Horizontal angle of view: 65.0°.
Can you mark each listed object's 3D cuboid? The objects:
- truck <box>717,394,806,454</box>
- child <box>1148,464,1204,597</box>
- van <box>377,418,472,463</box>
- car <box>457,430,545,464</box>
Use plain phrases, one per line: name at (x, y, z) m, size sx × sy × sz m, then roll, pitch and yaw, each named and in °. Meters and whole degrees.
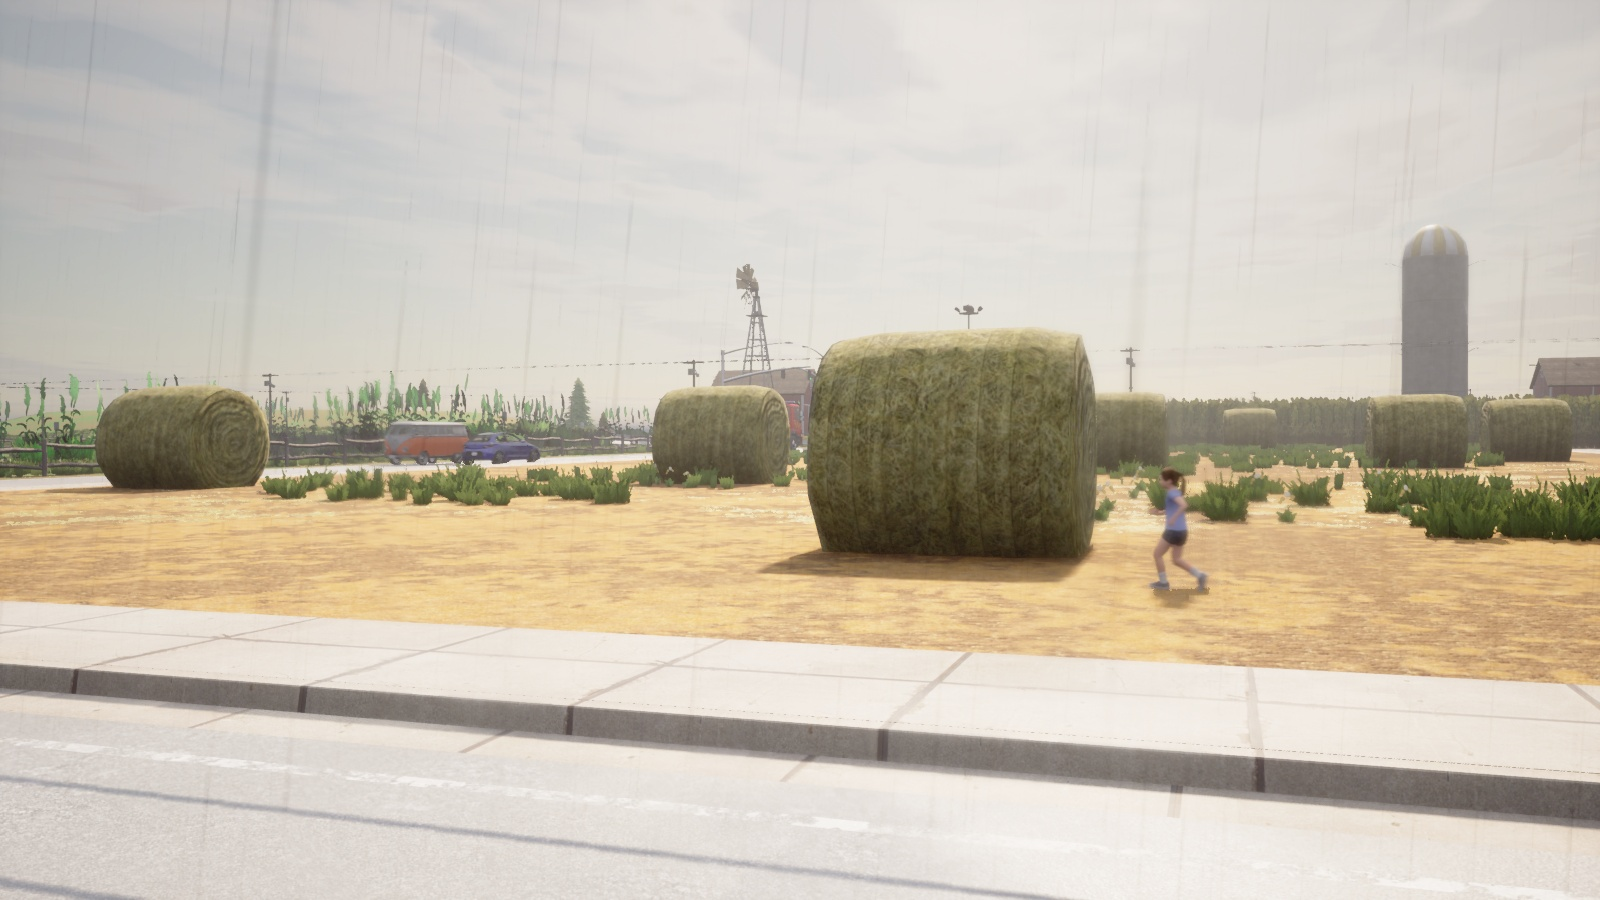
truck at (-2.522, -1.747, 85.215) m, size 2.891 × 3.827 × 8.468 m, roll 1°, pitch 1°, yaw 22°
child at (3.235, 0.681, 10.800) m, size 0.394 × 1.110 × 0.255 m, roll 1°, pitch 1°, yaw 35°
van at (-17.138, -0.441, 57.515) m, size 1.775 × 1.987 × 4.442 m, roll 1°, pitch 1°, yaw 21°
car at (-13.533, -0.160, 57.129) m, size 1.816 × 1.474 × 4.193 m, roll 1°, pitch 1°, yaw 21°
